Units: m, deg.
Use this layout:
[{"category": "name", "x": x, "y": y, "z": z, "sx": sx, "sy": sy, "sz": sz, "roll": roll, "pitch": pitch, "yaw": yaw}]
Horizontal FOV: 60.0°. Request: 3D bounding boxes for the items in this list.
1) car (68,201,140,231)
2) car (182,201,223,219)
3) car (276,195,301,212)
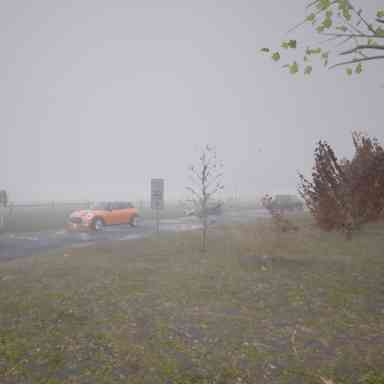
[{"category": "car", "x": -5.450, "y": 1.381, "z": 21.027, "sx": 2.097, "sy": 1.767, "sz": 4.553, "roll": 0, "pitch": 0, "yaw": 36}, {"category": "car", "x": 1.017, "y": 1.553, "z": 30.117, "sx": 2.128, "sy": 1.511, "sz": 4.902, "roll": 0, "pitch": 0, "yaw": 35}, {"category": "car", "x": 11.725, "y": 1.337, "z": 40.074, "sx": 2.150, "sy": 2.045, "sz": 5.566, "roll": 0, "pitch": 0, "yaw": 35}]
